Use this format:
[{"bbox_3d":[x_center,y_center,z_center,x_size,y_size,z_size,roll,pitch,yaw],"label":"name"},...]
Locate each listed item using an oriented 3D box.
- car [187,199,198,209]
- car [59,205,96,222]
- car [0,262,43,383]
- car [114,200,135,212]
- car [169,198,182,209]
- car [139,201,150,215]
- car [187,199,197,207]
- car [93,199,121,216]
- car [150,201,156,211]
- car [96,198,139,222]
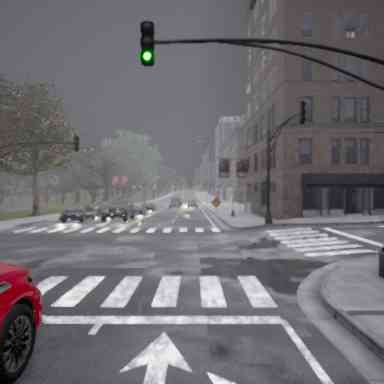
[{"bbox_3d":[0.103,2.207,59.423,2.033,1.411,5.357,0,-1,0],"label":"car"},{"bbox_3d":[-9.852,1.849,29.319,2.033,1.411,5.357,0,-1,0],"label":"car"},{"bbox_3d":[-3.151,1.244,2.304,2.150,2.045,5.566,0,-1,0],"label":"car"},{"bbox_3d":[-9.838,2.029,49.066,2.128,1.511,4.902,0,-1,0],"label":"car"},{"bbox_3d":[-3.149,2.202,59.006,2.033,1.411,5.357,0,-1,0],"label":"car"},{"bbox_3d":[-6.601,1.951,39.963,1.812,1.442,4.674,0,-1,0],"label":"car"},{"bbox_3d":[0.002,2.268,69.695,1.837,1.490,4.892,0,-1,0],"label":"car"},{"bbox_3d":[-9.848,1.764,38.852,2.097,1.767,4.553,0,-1,0],"label":"car"},{"bbox_3d":[-6.573,2.111,49.827,1.994,1.385,4.181,0,-1,1],"label":"car"},{"bbox_3d":[-6.601,1.534,30.212,2.150,2.045,5.566,0,-1,0],"label":"car"}]
